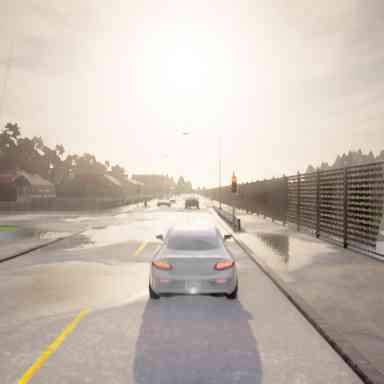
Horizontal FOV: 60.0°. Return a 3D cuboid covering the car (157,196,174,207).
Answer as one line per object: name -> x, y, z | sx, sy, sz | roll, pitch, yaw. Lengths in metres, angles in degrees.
car -> -4.204, 1.511, 50.309 | 2.033, 1.411, 5.357 | 0, 0, 0

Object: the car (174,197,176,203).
car -> -4.170, 1.499, 66.056 | 2.033, 1.411, 5.357 | 0, 0, 0

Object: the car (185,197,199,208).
car -> -0.005, 1.443, 47.659 | 1.882, 1.535, 5.008 | 0, 0, 0

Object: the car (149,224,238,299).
car -> 0.036, 1.520, 8.307 | 1.812, 1.442, 4.674 | 0, 0, 0
